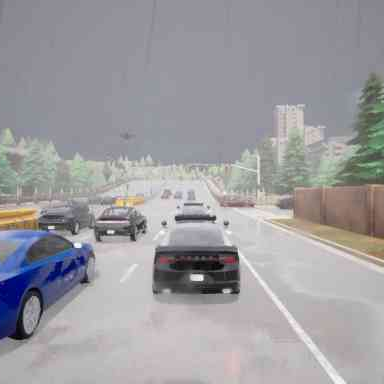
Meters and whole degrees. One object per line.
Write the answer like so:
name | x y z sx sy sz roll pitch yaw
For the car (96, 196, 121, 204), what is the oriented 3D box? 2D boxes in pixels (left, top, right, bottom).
car | -14.123 1.547 56.727 2.033 1.411 5.357 0 0 0

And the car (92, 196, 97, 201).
car | -17.603 1.505 60.678 1.837 1.490 4.892 0 0 0

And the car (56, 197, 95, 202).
car | -12.045 1.491 31.208 2.128 1.511 4.902 0 0 35

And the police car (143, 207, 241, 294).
police car | 0.093 1.425 8.910 1.930 1.638 5.238 0 0 0

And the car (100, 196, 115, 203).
car | -17.559 1.552 69.300 1.994 1.385 4.181 0 0 0

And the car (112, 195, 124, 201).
car | -17.617 1.501 79.358 1.895 1.301 4.718 0 1 0

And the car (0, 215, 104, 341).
car | -3.405 1.478 6.538 1.882 1.535 5.008 0 0 0

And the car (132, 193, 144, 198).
car | -14.181 0.937 89.598 2.128 1.511 4.902 0 3 0

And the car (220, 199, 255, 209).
car | 6.086 1.601 44.550 4.718 1.301 1.895 0 0 12

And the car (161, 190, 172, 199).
car | -7.175 1.071 88.574 1.994 1.385 4.181 0 4 0

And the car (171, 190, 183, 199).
car | -3.672 0.903 88.152 2.097 1.767 4.553 0 3 0

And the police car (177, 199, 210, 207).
police car | 0.084 1.425 18.813 1.930 1.638 5.238 0 0 0

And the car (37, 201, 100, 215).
car | -6.915 1.505 18.770 1.837 1.490 4.892 0 0 0

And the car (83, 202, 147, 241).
car | -3.422 1.491 16.569 2.128 1.511 4.902 0 0 1

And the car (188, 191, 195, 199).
car | -0.158 1.191 85.841 2.128 1.511 4.902 0 3 0

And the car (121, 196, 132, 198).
car | -14.065 1.490 66.349 2.128 1.511 4.902 0 0 0

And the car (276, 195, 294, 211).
car | 13.098 1.222 40.345 5.566 2.045 2.150 0 0 -1
